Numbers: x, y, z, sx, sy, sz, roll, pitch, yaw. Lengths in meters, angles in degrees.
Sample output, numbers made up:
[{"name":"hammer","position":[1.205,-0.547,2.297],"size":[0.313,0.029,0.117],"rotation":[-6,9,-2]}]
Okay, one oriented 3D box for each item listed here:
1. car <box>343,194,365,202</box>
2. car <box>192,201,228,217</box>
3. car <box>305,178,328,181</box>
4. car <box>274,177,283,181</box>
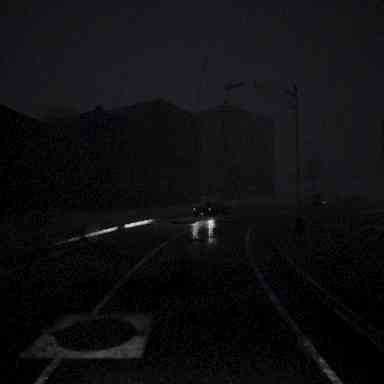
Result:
[{"name":"car","position":[29.371,1.005,60.250],"size":[4.181,1.385,1.994],"rotation":[-1,-3,-28]},{"name":"car","position":[1.729,1.533,30.373],"size":[1.895,1.301,4.718],"rotation":[-2,0,24]},{"name":"car","position":[32.905,-3.173,89.452],"size":[4.892,1.521,2.231],"rotation":[-1,-4,-1]},{"name":"car","position":[21.964,-3.197,89.251],"size":[4.553,1.767,2.185],"rotation":[-1,-4,-1]}]
